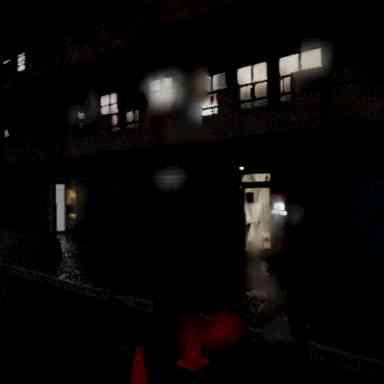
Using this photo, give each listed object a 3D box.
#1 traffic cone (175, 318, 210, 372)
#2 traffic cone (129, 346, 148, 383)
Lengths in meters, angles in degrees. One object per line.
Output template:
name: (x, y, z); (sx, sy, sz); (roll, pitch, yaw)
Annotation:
traffic cone: (0.004, 1.967, 4.403); (0.340, 0.580, 0.340); (0, 0, 36)
traffic cone: (-0.579, 1.964, 3.590); (0.340, 0.580, 0.340); (0, 0, 36)
